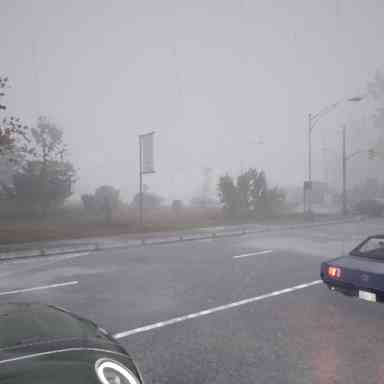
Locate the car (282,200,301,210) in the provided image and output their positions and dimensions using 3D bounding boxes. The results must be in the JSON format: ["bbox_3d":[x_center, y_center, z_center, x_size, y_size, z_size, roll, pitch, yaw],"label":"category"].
[{"bbox_3d":[9.689,1.137,38.364,2.097,1.767,4.553,-1,0,-39],"label":"car"}]

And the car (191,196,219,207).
[{"bbox_3d":[1.805,1.283,48.228,2.128,1.511,4.902,-1,0,-39],"label":"car"}]

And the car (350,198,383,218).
[{"bbox_3d":[15.508,1.307,27.400,1.837,1.490,4.892,1,0,-11],"label":"car"}]

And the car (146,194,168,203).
[{"bbox_3d":[-6.855,1.263,64.803,2.128,1.511,4.902,-1,0,-38],"label":"car"}]

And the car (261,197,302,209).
[{"bbox_3d":[11.246,1.357,42.025,1.895,1.301,4.718,-1,0,-39],"label":"car"}]

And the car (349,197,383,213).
[{"bbox_3d":[18.796,1.295,33.128,2.033,1.411,5.357,-1,0,-43],"label":"car"}]

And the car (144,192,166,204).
[{"bbox_3d":[-7.045,1.022,59.367,2.150,2.045,5.566,-1,0,-38],"label":"car"}]

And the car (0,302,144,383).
[{"bbox_3d":[-2.503,1.352,1.938,4.553,1.767,2.097,0,0,-36],"label":"car"}]

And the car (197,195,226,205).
[{"bbox_3d":[3.010,1.288,52.326,1.812,1.442,4.674,-1,0,-39],"label":"car"}]

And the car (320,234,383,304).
[{"bbox_3d":[4.969,1.573,7.276,4.718,1.301,1.895,0,0,-35],"label":"car"}]
